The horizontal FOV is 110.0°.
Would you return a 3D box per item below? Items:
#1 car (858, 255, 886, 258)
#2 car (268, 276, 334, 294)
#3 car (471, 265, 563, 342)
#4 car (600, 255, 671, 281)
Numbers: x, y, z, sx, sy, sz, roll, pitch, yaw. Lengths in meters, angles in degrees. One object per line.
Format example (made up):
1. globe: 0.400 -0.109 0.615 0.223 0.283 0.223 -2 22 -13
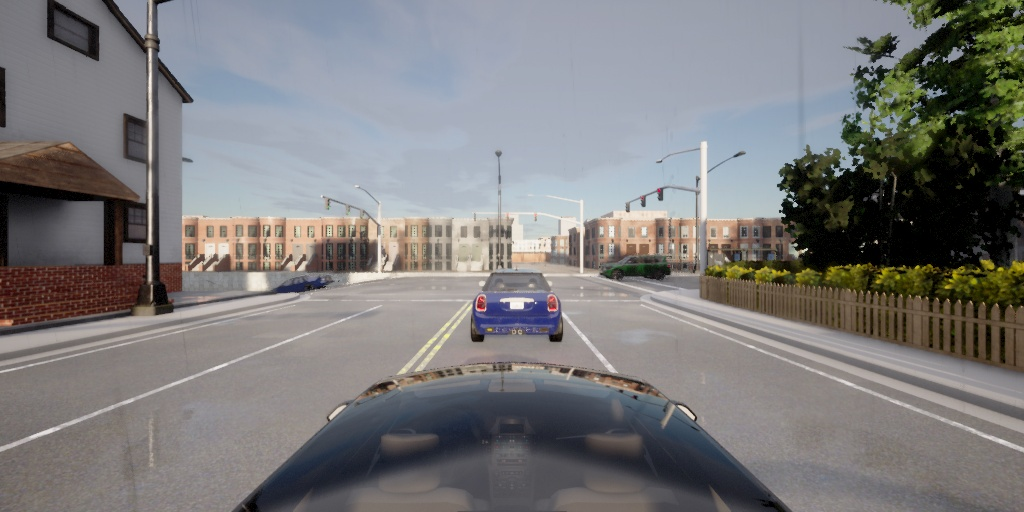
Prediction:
1. car: 28.647 0.969 29.686 5.566 2.045 2.150 0 0 0
2. car: -17.612 2.473 29.544 5.357 1.411 2.033 -13 1 0
3. car: 0.109 1.101 9.948 2.097 1.767 4.553 0 0 0
4. car: 10.167 0.968 29.643 5.566 2.045 2.150 0 0 0
